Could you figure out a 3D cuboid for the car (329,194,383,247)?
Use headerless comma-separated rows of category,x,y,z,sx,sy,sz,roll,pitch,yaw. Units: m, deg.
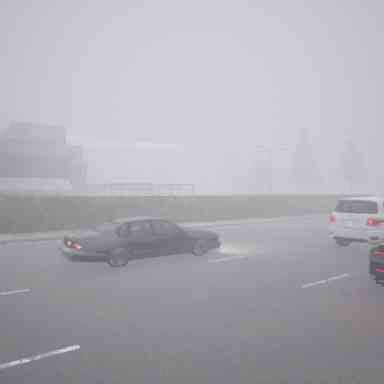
car,7.949,1.221,13.703,5.566,2.045,2.150,0,0,-35

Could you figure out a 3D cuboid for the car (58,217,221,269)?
car,-1.567,1.547,11.222,5.357,1.411,2.033,0,0,-35

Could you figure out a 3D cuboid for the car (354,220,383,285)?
car,6.230,1.505,8.181,4.892,1.490,1.837,0,0,-35
